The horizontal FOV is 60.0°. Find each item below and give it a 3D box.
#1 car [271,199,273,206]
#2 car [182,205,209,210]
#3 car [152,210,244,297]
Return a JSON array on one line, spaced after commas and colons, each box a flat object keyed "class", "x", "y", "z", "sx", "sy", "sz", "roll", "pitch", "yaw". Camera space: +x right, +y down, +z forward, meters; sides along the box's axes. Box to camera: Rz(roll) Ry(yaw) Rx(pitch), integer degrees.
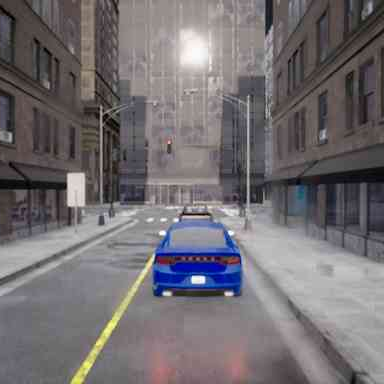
[{"class": "car", "x": 12.769, "y": 1.025, "z": 41.669, "sx": 5.566, "sy": 2.045, "sz": 2.150, "roll": -1, "pitch": 0, "yaw": 0}, {"class": "car", "x": 0.181, "y": 1.468, "z": 19.057, "sx": 2.128, "sy": 1.511, "sz": 4.902, "roll": 0, "pitch": 0, "yaw": -1}, {"class": "car", "x": 0.125, "y": 1.468, "z": 8.611, "sx": 1.882, "sy": 1.535, "sz": 5.008, "roll": 0, "pitch": 0, "yaw": 0}]
